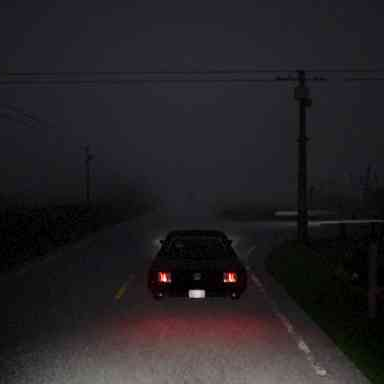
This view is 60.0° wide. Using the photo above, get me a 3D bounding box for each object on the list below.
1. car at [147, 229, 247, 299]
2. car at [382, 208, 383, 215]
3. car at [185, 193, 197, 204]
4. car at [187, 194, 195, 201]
[{"bbox_3d":[0.108,1.595,8.371,1.895,1.301,4.718,0,0,0],"label":"car"},{"bbox_3d":[15.151,1.235,21.749,4.718,1.301,1.895,-2,0,1],"label":"car"},{"bbox_3d":[-0.145,1.177,64.110,2.150,2.045,5.566,0,0,0],"label":"car"},{"bbox_3d":[-0.233,1.284,74.638,1.837,1.490,4.892,0,0,0],"label":"car"}]
